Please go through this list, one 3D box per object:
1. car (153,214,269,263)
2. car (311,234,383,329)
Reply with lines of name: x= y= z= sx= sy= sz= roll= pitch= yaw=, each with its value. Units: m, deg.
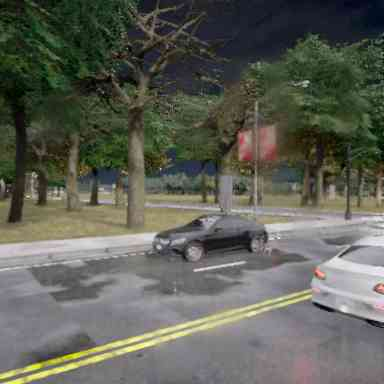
car: x=0.833 y=1.556 z=12.196 sx=4.674 sy=1.442 sz=1.812 roll=1 pitch=0 yaw=-35
car: x=4.207 y=1.554 z=6.442 sx=4.674 sy=1.442 sz=1.812 roll=1 pitch=0 yaw=-36
